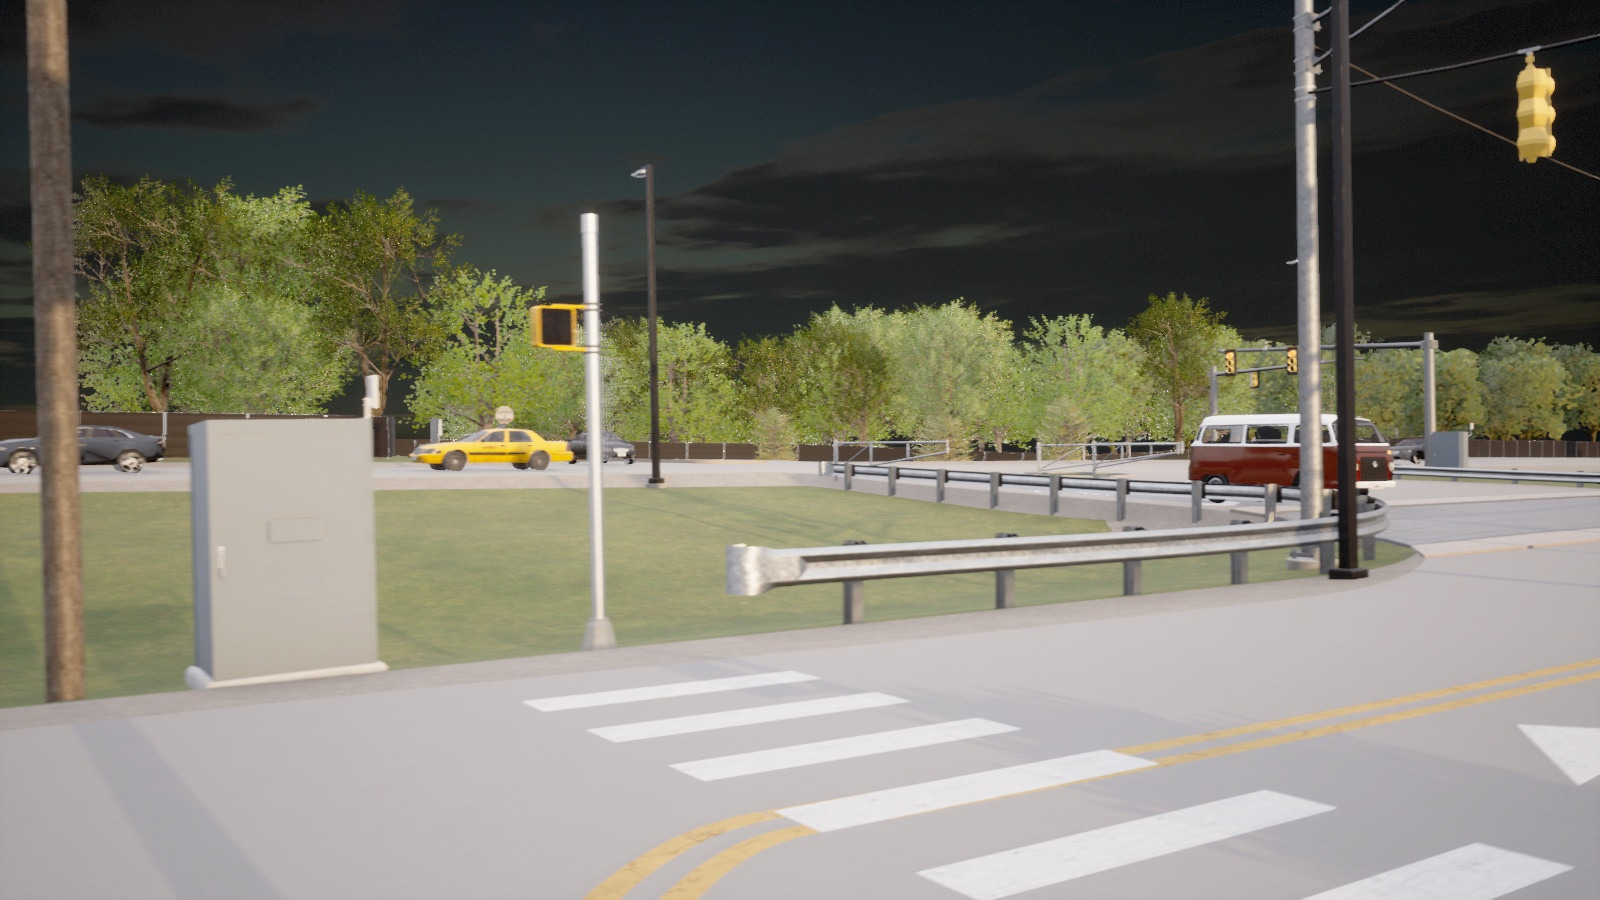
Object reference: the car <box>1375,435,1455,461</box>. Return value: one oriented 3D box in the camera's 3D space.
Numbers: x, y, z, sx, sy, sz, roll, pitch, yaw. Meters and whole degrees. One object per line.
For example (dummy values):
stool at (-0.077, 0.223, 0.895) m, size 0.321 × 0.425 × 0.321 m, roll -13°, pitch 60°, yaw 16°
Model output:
car at (36.501, -0.109, 74.523) m, size 4.902 × 1.511 × 2.128 m, roll 0°, pitch 0°, yaw -34°

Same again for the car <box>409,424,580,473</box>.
car at (-10.365, -0.051, 42.769) m, size 5.366 × 1.575 × 1.801 m, roll 0°, pitch 0°, yaw -34°

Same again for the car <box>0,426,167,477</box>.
car at (-22.479, 0.039, 38.888) m, size 4.902 × 1.511 × 2.128 m, roll 0°, pitch 0°, yaw -34°

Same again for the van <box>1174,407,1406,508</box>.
van at (10.807, 0.158, 28.007) m, size 2.069 × 2.038 × 4.480 m, roll 0°, pitch 0°, yaw -31°

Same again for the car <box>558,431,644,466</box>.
car at (-9.177, -0.067, 57.476) m, size 2.128 × 1.511 × 4.902 m, roll -1°, pitch 1°, yaw -32°
